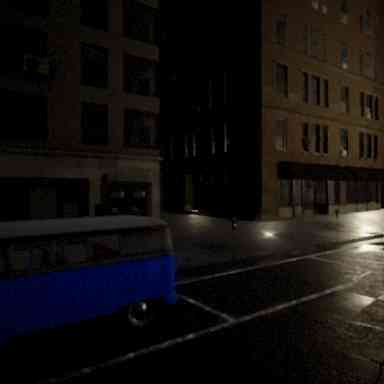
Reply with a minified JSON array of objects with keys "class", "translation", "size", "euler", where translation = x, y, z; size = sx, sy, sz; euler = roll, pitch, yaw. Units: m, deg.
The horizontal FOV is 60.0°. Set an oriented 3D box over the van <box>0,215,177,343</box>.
[{"class":"van","translation":[-2.175,1.323,5.199],"size":[3.998,1.788,1.690],"euler":[-1,1,-35]}]
